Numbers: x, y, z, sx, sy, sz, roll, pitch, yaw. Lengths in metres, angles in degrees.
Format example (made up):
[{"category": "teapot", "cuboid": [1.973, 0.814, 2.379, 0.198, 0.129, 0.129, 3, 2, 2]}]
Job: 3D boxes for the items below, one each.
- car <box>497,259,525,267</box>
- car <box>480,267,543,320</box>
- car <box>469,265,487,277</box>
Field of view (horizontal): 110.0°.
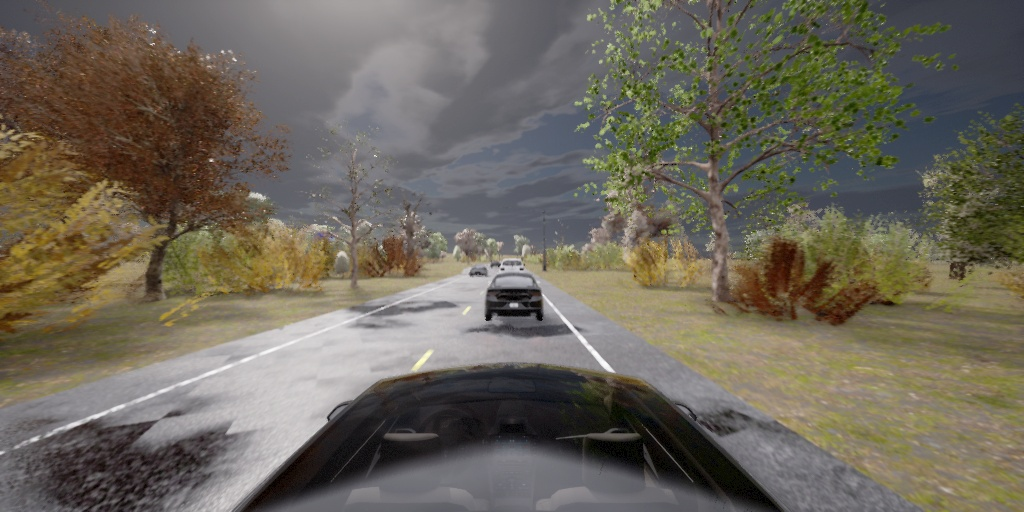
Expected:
[{"category": "car", "cuboid": [0.002, 1.287, 32.311, 2.150, 2.045, 5.566, 0, -1, 0]}, {"category": "car", "cuboid": [0.066, 1.348, 13.279, 1.882, 1.535, 5.008, 0, 0, 0]}, {"category": "car", "cuboid": [-3.804, 1.716, 41.488, 1.994, 1.385, 4.181, 0, -1, -1]}]
